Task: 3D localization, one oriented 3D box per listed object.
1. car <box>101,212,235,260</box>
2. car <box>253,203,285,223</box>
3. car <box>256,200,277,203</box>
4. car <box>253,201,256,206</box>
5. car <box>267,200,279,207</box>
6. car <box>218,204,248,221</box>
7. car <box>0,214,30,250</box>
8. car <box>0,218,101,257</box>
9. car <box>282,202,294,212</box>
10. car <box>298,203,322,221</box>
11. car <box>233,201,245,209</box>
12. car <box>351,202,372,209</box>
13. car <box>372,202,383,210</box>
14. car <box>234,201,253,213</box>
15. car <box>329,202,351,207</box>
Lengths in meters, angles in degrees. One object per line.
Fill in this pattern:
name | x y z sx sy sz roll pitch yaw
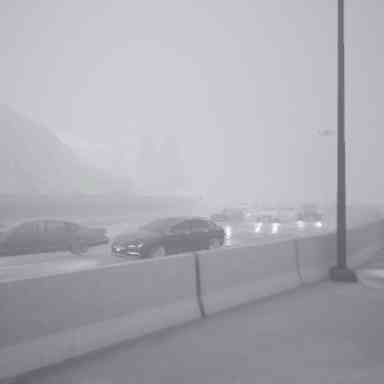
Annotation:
car | -0.730 1.693 12.790 4.892 1.490 1.837 1 0 -45
car | 7.227 2.010 30.812 1.812 1.442 4.674 0 -1 21
car | 11.083 2.281 49.926 1.837 1.490 4.892 0 -1 6
car | 12.787 2.487 65.737 1.882 1.535 5.008 0 -1 6
car | 16.599 2.370 68.493 1.812 1.442 4.674 0 -1 6
car | 3.331 2.065 30.336 1.895 1.301 4.718 0 -1 24
car | -9.891 1.720 13.928 5.357 1.411 2.033 1 -1 -35
car | -5.881 1.715 12.628 5.357 1.411 2.033 1 -1 -38
car | 14.986 2.385 53.400 2.033 1.411 5.357 0 -1 6
car | 11.627 1.881 32.908 2.097 1.767 4.553 0 -1 17
car | 9.167 2.488 64.780 2.128 1.511 4.902 0 -1 6
car | 29.789 2.551 59.932 2.033 1.411 5.357 0 -1 6
car | 33.270 2.461 59.574 2.033 1.411 5.357 0 -1 6
car | 7.430 2.221 48.714 1.882 1.535 5.008 0 -1 6
car | 26.307 2.470 60.293 2.128 1.511 4.902 0 -1 6
